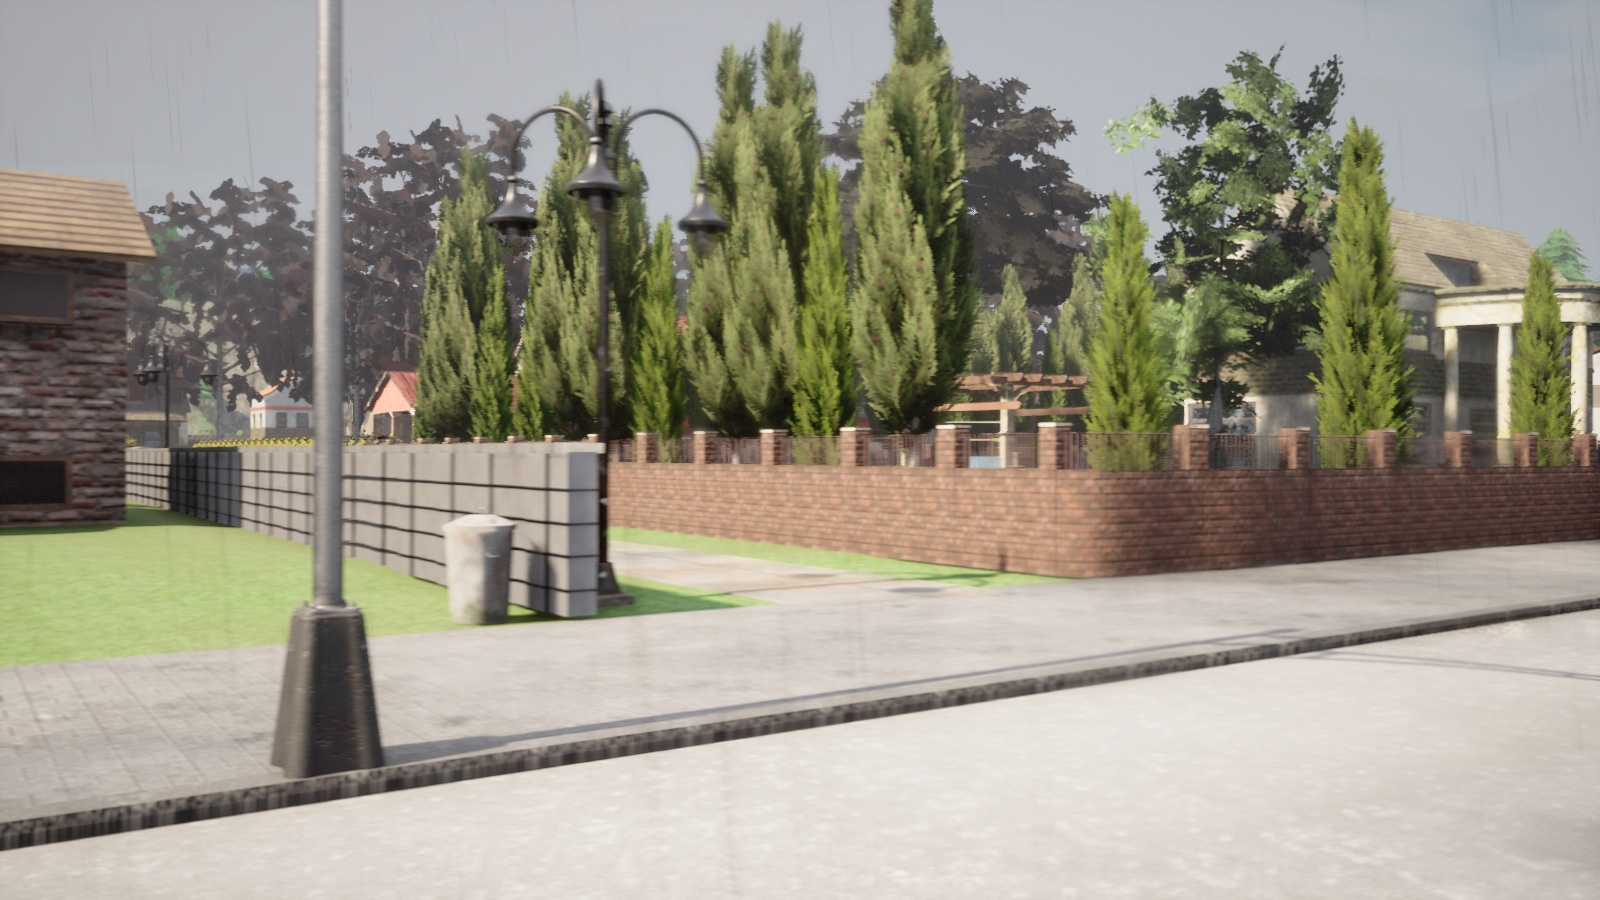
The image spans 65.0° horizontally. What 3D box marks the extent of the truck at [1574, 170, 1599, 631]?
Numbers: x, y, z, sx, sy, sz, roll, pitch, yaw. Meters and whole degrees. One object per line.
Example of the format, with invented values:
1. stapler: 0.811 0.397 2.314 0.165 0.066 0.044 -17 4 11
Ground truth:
1. truck: 10.828 -0.414 11.813 8.468 3.827 2.891 0 0 -35
